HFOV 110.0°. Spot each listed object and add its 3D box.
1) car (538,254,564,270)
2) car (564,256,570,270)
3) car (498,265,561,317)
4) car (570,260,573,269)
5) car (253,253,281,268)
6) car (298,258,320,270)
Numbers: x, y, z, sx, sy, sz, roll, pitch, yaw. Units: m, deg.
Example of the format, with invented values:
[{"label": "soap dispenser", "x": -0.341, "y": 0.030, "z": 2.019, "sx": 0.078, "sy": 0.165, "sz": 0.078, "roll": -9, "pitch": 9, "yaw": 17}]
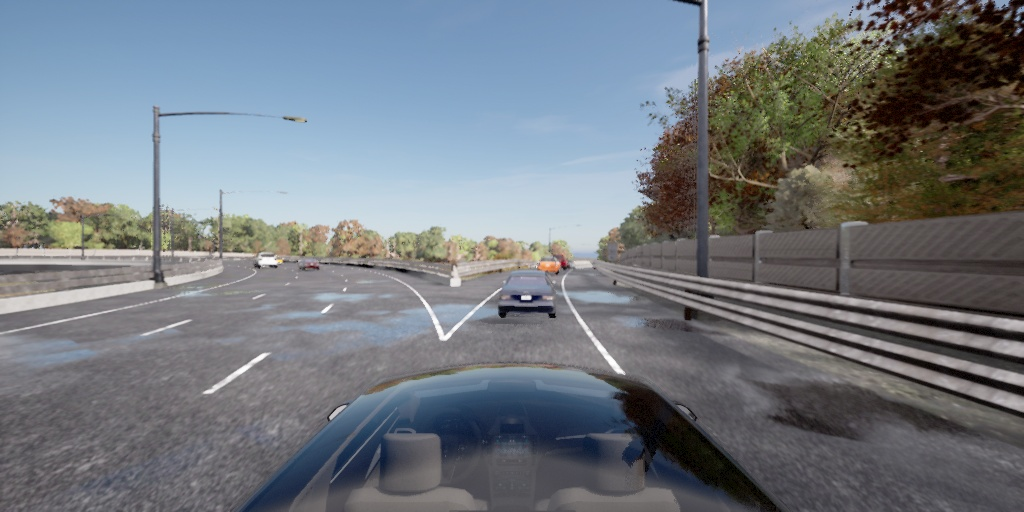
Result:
[{"label": "car", "x": 3.802, "y": 0.883, "z": 36.213, "sx": 2.097, "sy": 1.767, "sz": 4.553, "roll": 0, "pitch": 0, "yaw": 11}, {"label": "car", "x": 6.251, "y": 0.826, "z": 48.413, "sx": 2.150, "sy": 2.045, "sz": 5.566, "roll": 0, "pitch": -1, "yaw": 12}, {"label": "car", "x": 0.595, "y": 1.225, "z": 12.774, "sx": 2.033, "sy": 1.411, "sz": 5.357, "roll": 0, "pitch": 0, "yaw": 4}, {"label": "car", "x": 8.854, "y": 1.565, "z": 60.550, "sx": 1.895, "sy": 1.301, "sz": 4.718, "roll": 0, "pitch": -2, "yaw": 12}, {"label": "car", "x": -33.815, "y": 0.601, "z": 49.106, "sx": 2.150, "sy": 2.045, "sz": 5.566, "roll": 0, "pitch": 0, "yaw": -42}, {"label": "car", "x": -24.740, "y": 0.978, "z": 43.633, "sx": 2.033, "sy": 1.411, "sz": 5.357, "roll": 0, "pitch": 0, "yaw": -37}]
